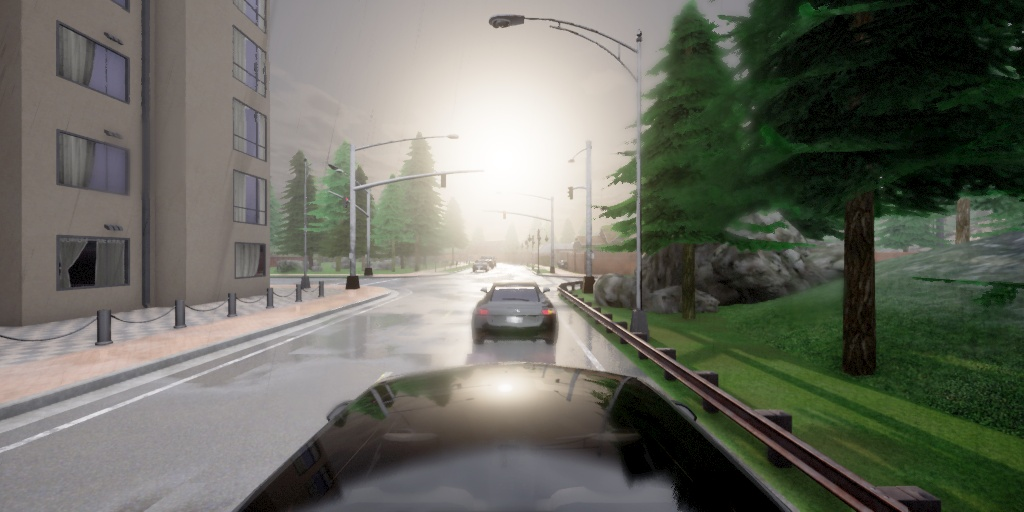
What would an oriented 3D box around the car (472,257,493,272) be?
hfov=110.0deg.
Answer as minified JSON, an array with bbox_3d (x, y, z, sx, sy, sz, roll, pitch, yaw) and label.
[{"bbox_3d":[-3.934,1.212,45.624,2.128,1.511,4.902,0,0,0],"label":"car"}]

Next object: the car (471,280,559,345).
[{"bbox_3d":[0.083,1.314,9.536,1.994,1.385,4.181,0,0,1],"label":"car"}]

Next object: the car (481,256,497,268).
[{"bbox_3d":[-3.977,0.942,56.232,2.150,2.045,5.566,0,0,0],"label":"car"}]
